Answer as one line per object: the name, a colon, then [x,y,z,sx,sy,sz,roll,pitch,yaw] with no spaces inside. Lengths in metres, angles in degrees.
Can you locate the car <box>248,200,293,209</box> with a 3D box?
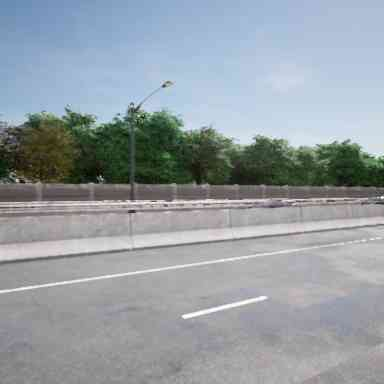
car: [8.268,1.547,34.600,5.357,1.411,2.033,0,0,-33]

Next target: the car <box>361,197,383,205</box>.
car: [25.228,1.520,45.642,4.892,1.490,1.837,0,0,-33]
